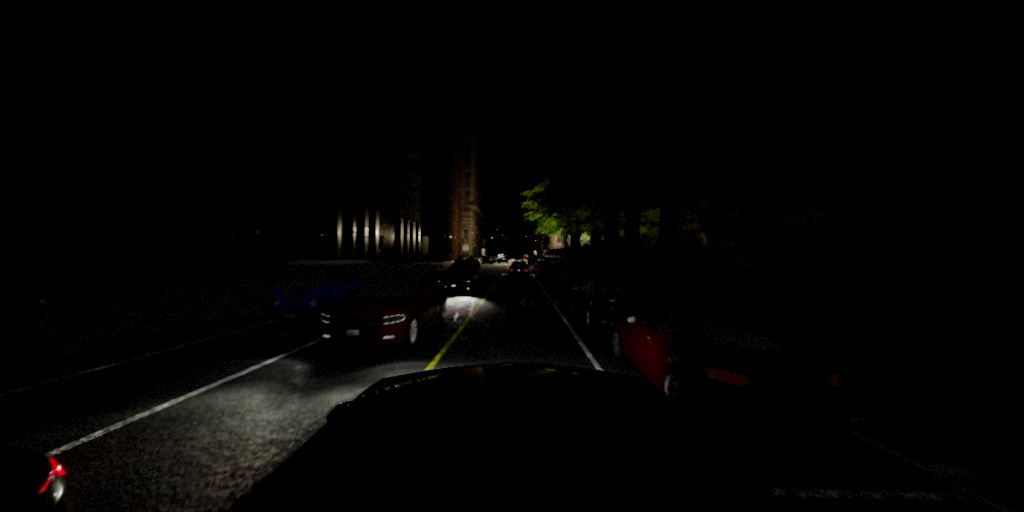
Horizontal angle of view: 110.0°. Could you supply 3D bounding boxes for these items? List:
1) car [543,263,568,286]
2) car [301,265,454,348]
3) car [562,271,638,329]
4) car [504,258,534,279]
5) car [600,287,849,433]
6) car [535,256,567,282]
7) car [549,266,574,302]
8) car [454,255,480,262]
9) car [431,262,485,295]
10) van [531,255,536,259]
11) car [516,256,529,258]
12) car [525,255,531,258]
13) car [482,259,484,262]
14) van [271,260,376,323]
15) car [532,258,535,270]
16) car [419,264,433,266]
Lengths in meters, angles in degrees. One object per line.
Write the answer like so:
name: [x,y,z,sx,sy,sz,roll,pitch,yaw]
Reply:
car: [3.114,1.320,22.113,1.802,1.307,4.207,0,0,1]
car: [-2.985,1.175,9.318,1.882,1.535,5.008,1,0,1]
car: [2.903,1.323,11.063,2.007,1.370,4.403,0,0,1]
car: [0.606,1.204,31.754,2.033,1.411,5.357,1,0,1]
car: [2.797,1.364,5.538,1.802,1.307,4.207,0,0,1]
car: [3.220,1.028,27.638,2.192,1.841,5.009,0,0,1]
car: [3.007,1.323,16.588,1.948,1.339,4.313,0,0,1]
car: [-5.091,0.851,38.841,2.192,1.841,5.009,0,0,1]
car: [-2.785,1.234,19.301,1.994,1.385,4.181,1,0,1]
van: [3.538,0.952,44.211,1.690,1.789,3.998,0,0,1]
car: [0.946,1.105,48.844,1.994,1.385,4.181,1,0,1]
car: [3.376,1.017,56.532,1.837,1.490,4.892,1,0,1]
car: [-4.985,0.937,44.363,1.967,1.591,4.097,0,0,1]
van: [-5.621,0.998,11.215,1.690,1.789,3.998,0,0,1]
car: [3.432,1.196,38.688,1.888,1.381,4.507,0,0,1]
car: [-5.409,1.168,22.266,1.888,1.381,4.507,0,0,1]
